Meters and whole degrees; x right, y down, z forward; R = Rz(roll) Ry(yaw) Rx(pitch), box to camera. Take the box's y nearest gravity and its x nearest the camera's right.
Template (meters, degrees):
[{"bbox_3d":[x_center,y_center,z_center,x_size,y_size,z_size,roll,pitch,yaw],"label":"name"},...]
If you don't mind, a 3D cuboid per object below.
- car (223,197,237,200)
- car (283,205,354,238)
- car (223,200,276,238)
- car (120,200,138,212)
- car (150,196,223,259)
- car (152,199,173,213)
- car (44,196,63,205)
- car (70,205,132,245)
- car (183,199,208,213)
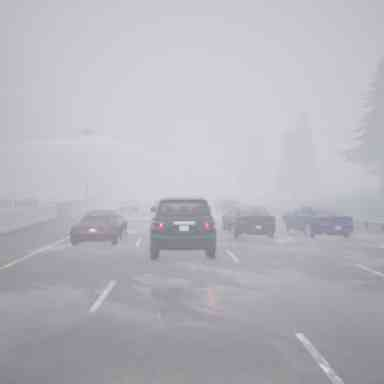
[{"bbox_3d":[3.803,1.315,36.028,1.882,1.535,5.008,0,0,-9],"label":"car"},{"bbox_3d":[6.257,1.393,17.103,1.882,1.535,5.008,0,1,-4],"label":"car"},{"bbox_3d":[2.745,1.399,17.111,1.882,1.535,5.008,0,0,-4],"label":"car"},{"bbox_3d":[-6.760,1.459,35.650,1.895,1.301,4.718,0,0,-10],"label":"car"},{"bbox_3d":[-0.400,1.167,12.591,2.150,2.045,5.566,0,0,-4],"label":"car"},{"bbox_3d":[-3.251,1.452,35.907,1.895,1.301,4.718,0,0,-10],"label":"car"},{"bbox_3d":[-19.878,1.354,48.019,1.812,1.442,4.674,0,0,-10],"label":"car"},{"bbox_3d":[-4.137,1.505,15.324,1.994,1.385,4.181,0,0,-4],"label":"car"},{"bbox_3d":[0.285,1.445,35.980,1.895,1.301,4.718,0,0,-10],"label":"car"}]
